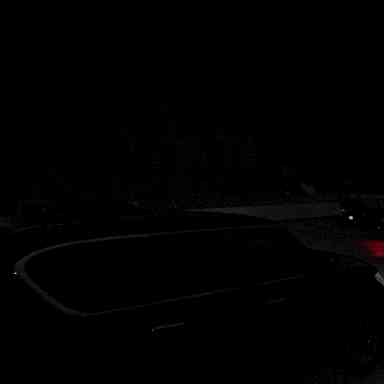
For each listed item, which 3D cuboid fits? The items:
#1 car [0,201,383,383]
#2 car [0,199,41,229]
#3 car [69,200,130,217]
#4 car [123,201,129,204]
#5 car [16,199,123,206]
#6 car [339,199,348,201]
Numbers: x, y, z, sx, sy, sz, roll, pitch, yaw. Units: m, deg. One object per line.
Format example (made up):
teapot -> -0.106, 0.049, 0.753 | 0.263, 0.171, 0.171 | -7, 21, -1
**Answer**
car -> 0.079, 1.222, 3.873 | 5.566, 2.045, 2.150 | 0, 0, -35
car -> -12.258, 1.351, 21.113 | 4.553, 1.767, 2.097 | 0, 0, -36
car -> -8.965, 1.547, 32.371 | 5.357, 1.411, 2.033 | 0, 0, -39
car -> -2.757, 1.224, 10.488 | 5.566, 2.045, 2.150 | 0, 0, -36
car -> -4.165, 1.222, 5.142 | 5.566, 2.045, 2.150 | 0, 0, -35
car -> 20.125, 1.613, 45.416 | 2.033, 1.411, 5.357 | 0, 0, 42
